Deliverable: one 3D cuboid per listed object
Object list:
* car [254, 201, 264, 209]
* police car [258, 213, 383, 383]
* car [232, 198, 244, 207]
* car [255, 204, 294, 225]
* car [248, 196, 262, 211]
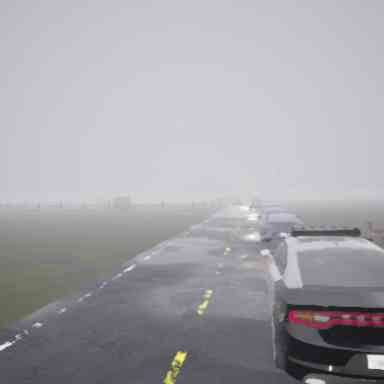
[{"bbox_3d":[5.113,1.523,21.306,1.812,1.442,4.674,-2,0,10],"label":"car"},{"bbox_3d":[2.245,1.401,5.677,1.930,1.638,5.238,-2,0,10],"label":"police car"},{"bbox_3d":[7.649,1.684,54.946,2.033,1.411,5.357,-2,0,10],"label":"car"},{"bbox_3d":[4.031,1.515,15.404,1.812,1.442,4.674,-2,0,10],"label":"car"},{"bbox_3d":[8.118,1.593,42.073,2.033,1.411,5.357,-2,0,12],"label":"car"}]
